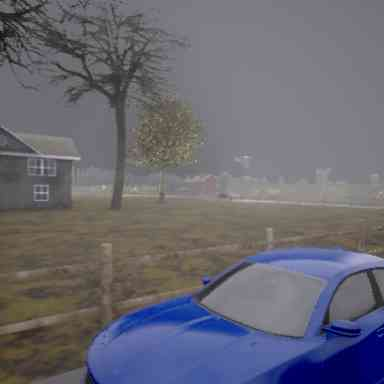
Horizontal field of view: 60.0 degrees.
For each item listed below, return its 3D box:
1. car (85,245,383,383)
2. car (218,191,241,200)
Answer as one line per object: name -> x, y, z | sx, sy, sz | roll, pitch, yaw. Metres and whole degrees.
car -> 1.297, 1.480, 3.976 | 5.008, 1.535, 1.882 | 0, 0, -35
car -> 6.953, 0.553, 61.536 | 2.097, 1.767, 4.553 | 1, 0, -35
